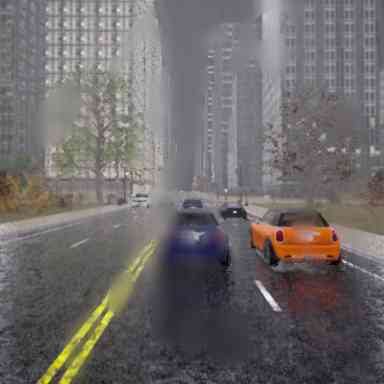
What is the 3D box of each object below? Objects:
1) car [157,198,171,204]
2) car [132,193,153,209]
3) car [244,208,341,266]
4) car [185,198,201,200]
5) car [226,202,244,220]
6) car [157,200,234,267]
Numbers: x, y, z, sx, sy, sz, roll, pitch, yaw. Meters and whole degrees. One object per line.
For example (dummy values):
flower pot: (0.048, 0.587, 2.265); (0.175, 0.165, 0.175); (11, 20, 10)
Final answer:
car: (-3.324, 1.465, 42.651); (1.994, 1.385, 4.181); (0, 0, 0)
car: (-6.564, 1.119, 44.504); (2.150, 2.045, 5.566); (0, 0, 0)
car: (3.315, 1.330, 11.611); (2.097, 1.767, 4.553); (0, 0, 0)
car: (0.066, 1.296, 26.622); (2.097, 1.767, 4.553); (0, 0, 0)
car: (3.323, 1.506, 27.606); (1.994, 1.385, 4.181); (0, 0, 0)
car: (0.065, 1.330, 11.542); (2.097, 1.767, 4.553); (0, 0, 0)
